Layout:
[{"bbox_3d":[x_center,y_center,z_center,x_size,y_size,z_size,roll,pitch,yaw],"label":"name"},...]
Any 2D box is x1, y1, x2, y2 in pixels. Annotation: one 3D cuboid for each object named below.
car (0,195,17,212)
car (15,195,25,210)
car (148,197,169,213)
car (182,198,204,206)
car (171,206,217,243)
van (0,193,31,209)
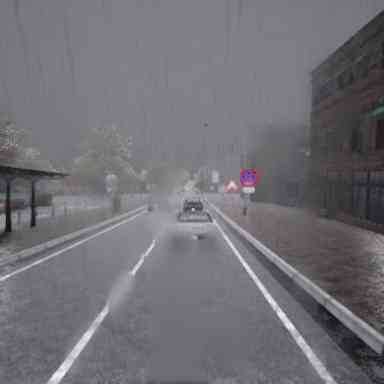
[{"bbox_3d":[-21.926,1.406,34.988,5.366,1.575,1.946,0,0,0],"label":"car"},{"bbox_3d":[-22.145,1.434,37.766,4.792,1.488,2.163,0,0,0],"label":"car"},{"bbox_3d":[-3.344,1.279,33.902,2.128,1.511,4.902,0,1,0],"label":"car"},{"bbox_3d":[0.098,1.307,32.280,1.837,1.490,4.892,0,1,0],"label":"car"},{"bbox_3d":[0.095,1.554,15.714,1.895,1.301,4.718,0,0,0],"label":"car"},{"bbox_3d":[-22.002,1.174,40.539,4.442,1.987,1.878,0,0,0],"label":"van"}]
